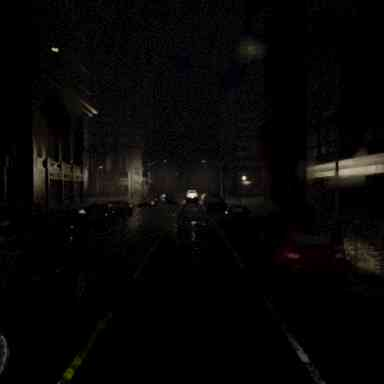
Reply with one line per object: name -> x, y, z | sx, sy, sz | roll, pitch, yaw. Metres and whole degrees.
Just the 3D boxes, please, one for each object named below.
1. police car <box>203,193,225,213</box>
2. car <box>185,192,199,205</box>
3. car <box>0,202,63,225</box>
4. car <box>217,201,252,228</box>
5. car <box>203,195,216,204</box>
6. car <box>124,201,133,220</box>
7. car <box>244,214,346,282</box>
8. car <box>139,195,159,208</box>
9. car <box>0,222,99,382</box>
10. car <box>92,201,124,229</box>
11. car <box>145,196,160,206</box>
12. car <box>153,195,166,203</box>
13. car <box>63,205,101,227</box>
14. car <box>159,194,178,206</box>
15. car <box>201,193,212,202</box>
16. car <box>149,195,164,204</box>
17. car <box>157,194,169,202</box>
police car -> 2.376, 1.207, 33.179 | 1.930, 1.638, 5.238 | 0, 0, 0
car -> 0.016, 1.167, 51.112 | 2.128, 1.511, 4.902 | 0, 0, 0
car -> -5.764, 1.253, 9.267 | 2.192, 1.841, 5.009 | 0, 0, 0
car -> 2.766, 1.445, 20.544 | 1.802, 1.307, 4.206 | 0, 0, 0
car -> 2.775, 1.223, 54.361 | 1.947, 1.339, 4.313 | 0, 0, 0
car -> -5.758, 1.378, 26.178 | 2.008, 1.369, 4.403 | 0, 0, 0
car -> 2.763, 1.520, 9.272 | 1.802, 1.307, 4.206 | 0, 0, 0
car -> -5.753, 1.249, 42.917 | 1.752, 1.417, 4.829 | 0, 0, 0
car -> -3.099, 1.490, 5.270 | 1.812, 1.442, 4.674 | 0, 0, 0
car -> -5.759, 1.429, 20.541 | 1.947, 1.339, 4.313 | 0, 0, 0
car -> -5.751, 1.271, 48.724 | 1.802, 1.307, 4.206 | 0, 0, 0
car -> -5.748, 1.192, 59.997 | 1.947, 1.339, 4.313 | 0, 0, 0
car -> -5.761, 1.466, 14.905 | 1.947, 1.339, 4.313 | 0, 0, 0
car -> -3.067, 1.047, 47.672 | 2.097, 1.767, 4.553 | 0, 0, 0
car -> 2.778, 1.034, 65.632 | 1.967, 1.590, 4.097 | 0, 0, 0
car -> -5.749, 1.223, 54.361 | 1.947, 1.339, 4.313 | 0, 0, 0
car -> -5.746, 1.145, 65.634 | 2.008, 1.369, 4.403 | 0, 0, 0
